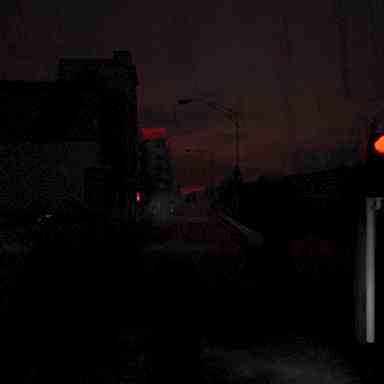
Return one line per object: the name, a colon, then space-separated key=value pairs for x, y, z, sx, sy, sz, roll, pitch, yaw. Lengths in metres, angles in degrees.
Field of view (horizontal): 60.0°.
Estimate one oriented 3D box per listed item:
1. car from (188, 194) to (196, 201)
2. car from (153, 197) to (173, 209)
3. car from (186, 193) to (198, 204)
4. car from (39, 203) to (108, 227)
car: x=-0.064 y=1.310 z=76.718 sx=1.882 sy=1.535 sz=5.008 roll=0 pitch=0 yaw=0
car: x=-4.130 y=1.491 z=44.382 sx=2.128 sy=1.511 sz=4.902 roll=0 pitch=0 yaw=0
car: x=-0.053 y=1.221 z=66.327 sx=2.150 sy=2.045 sz=5.566 roll=0 pitch=0 yaw=0
car: x=-8.165 y=1.526 z=23.229 sx=4.674 sy=1.442 sz=1.812 roll=0 pitch=1 yaw=-41
